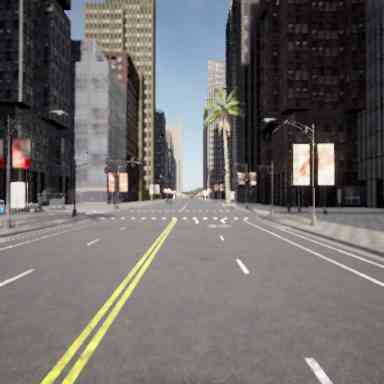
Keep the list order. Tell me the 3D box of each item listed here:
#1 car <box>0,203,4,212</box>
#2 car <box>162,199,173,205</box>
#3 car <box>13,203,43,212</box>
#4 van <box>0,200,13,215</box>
[{"bbox_3d":[-29.251,2.218,47.227,4.206,1.307,1.802,0,-1,0],"label":"car"},{"bbox_3d":[-6.507,2.754,93.761,1.882,1.535,5.008,0,-1,0],"label":"car"},{"bbox_3d":[-23.574,2.190,47.230,4.403,1.369,2.008,0,-1,0],"label":"car"},{"bbox_3d":[-23.569,1.840,38.709,3.998,1.788,1.690,0,-1,0],"label":"van"}]
